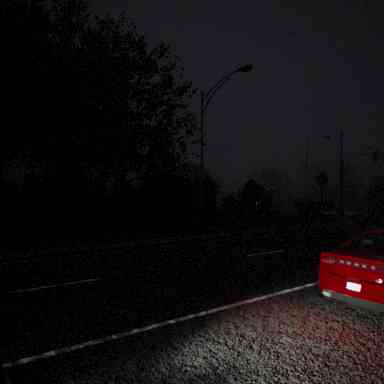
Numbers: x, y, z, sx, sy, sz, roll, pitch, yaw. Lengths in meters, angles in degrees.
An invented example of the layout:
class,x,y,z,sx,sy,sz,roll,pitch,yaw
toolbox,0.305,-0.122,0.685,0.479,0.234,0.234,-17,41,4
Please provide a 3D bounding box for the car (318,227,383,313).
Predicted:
class,x,y,z,sx,sy,sz,roll,pitch,yaw
car,4.797,1.478,7.146,5.008,1.535,1.882,0,0,-35

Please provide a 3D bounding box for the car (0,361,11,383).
class,x,y,z,sx,sy,sz,roll,pitch,yaw
car,-3.441,1.492,1.299,4.902,1.511,2.128,0,0,-35

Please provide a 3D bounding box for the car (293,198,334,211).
class,x,y,z,sx,sy,sz,roll,pitch,yaw
car,14.488,1.477,39.849,1.882,1.535,5.008,0,0,-33
